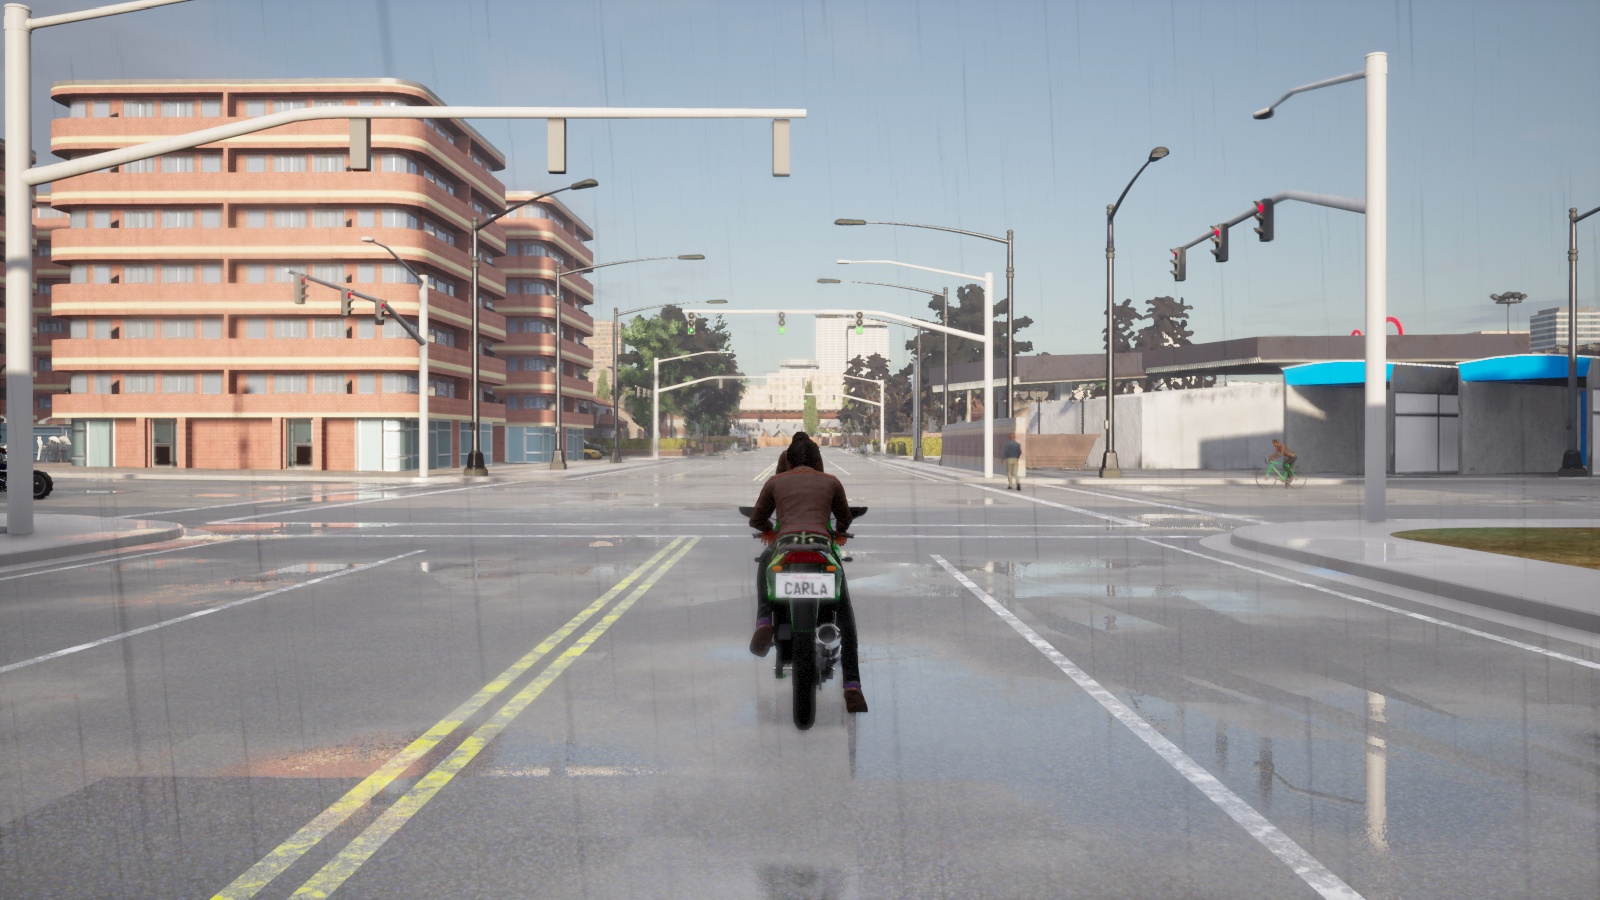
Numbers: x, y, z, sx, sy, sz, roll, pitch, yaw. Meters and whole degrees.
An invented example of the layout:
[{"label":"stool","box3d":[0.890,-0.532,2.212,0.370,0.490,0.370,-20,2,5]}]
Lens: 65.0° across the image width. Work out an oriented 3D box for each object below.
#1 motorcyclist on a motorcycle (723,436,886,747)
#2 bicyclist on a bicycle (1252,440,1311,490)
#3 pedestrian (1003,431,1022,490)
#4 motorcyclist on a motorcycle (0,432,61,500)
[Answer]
[{"label":"motorcyclist on a motorcycle","box3d":[0.020,0.688,7.183,0.797,1.523,2.044,0,0,0]},{"label":"bicyclist on a bicycle","box3d":[15.563,0.483,40.608,1.656,1.620,0.582,0,0,1]},{"label":"pedestrian","box3d":[6.577,0.323,38.944,0.370,1.835,0.726,0,0,-8]},{"label":"motorcyclist on a motorcycle","box3d":[-19.896,0.382,31.414,2.350,1.649,0.766,1,0,0]}]
